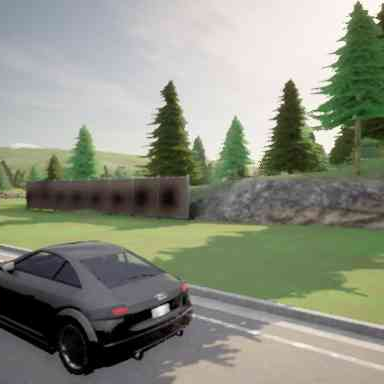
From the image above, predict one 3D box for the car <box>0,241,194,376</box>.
[{"bbox_3d":[-2.032,1.548,5.625,4.181,1.385,1.994,0,0,36],"label":"car"}]
